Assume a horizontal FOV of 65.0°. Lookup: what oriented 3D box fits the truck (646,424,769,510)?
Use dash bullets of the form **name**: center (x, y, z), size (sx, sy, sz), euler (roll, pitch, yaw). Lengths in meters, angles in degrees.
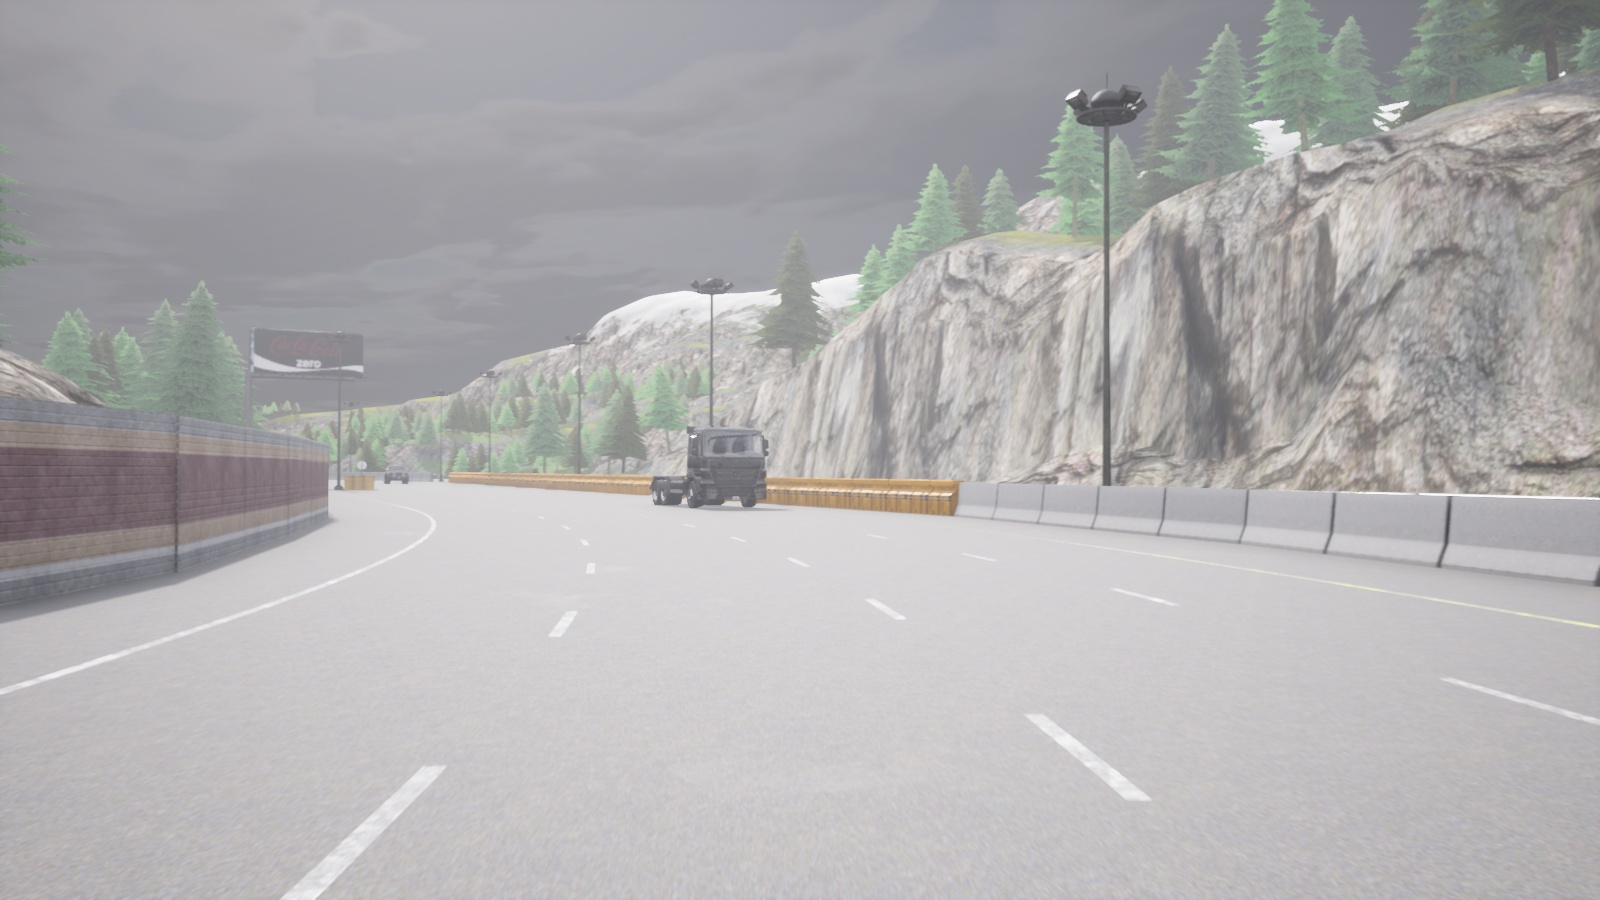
- **truck**: center (-4.161, 0.765, 54.581), size (2.891, 3.462, 7.936), euler (0, -1, -23)
